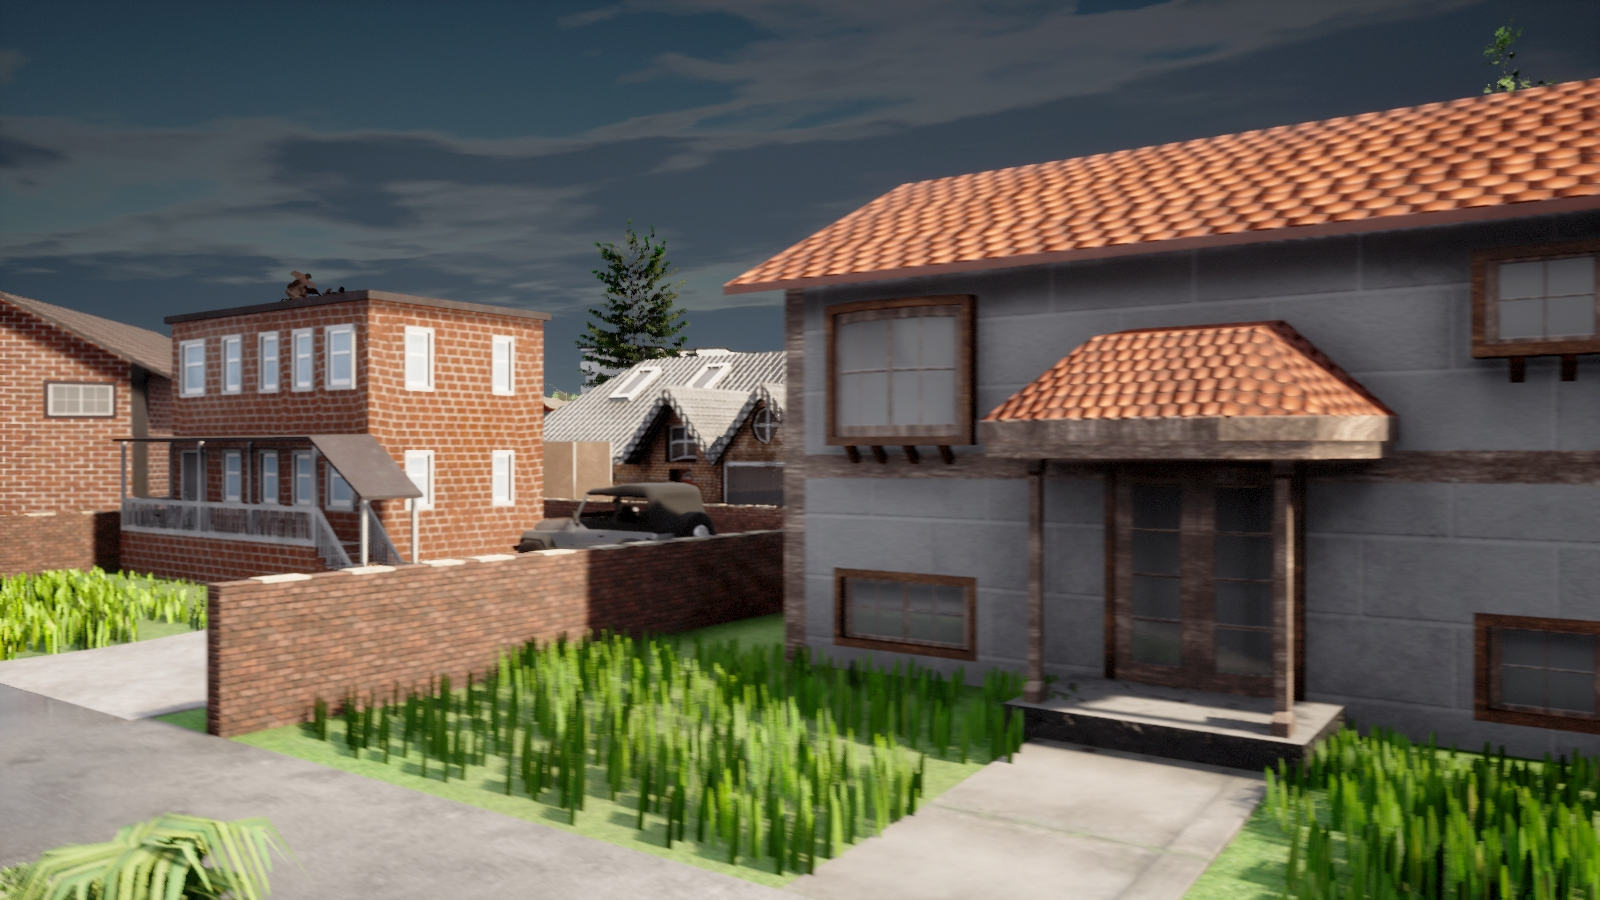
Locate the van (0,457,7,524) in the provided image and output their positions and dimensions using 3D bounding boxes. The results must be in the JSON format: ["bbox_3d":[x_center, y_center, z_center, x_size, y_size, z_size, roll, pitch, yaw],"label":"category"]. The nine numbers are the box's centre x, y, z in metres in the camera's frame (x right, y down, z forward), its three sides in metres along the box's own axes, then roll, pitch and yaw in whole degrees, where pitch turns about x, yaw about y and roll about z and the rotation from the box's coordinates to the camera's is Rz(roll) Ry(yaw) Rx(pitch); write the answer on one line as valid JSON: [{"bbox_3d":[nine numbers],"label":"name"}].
[{"bbox_3d":[-32.793,1.534,41.797,1.988,2.561,5.915,0,0,36],"label":"van"}]
